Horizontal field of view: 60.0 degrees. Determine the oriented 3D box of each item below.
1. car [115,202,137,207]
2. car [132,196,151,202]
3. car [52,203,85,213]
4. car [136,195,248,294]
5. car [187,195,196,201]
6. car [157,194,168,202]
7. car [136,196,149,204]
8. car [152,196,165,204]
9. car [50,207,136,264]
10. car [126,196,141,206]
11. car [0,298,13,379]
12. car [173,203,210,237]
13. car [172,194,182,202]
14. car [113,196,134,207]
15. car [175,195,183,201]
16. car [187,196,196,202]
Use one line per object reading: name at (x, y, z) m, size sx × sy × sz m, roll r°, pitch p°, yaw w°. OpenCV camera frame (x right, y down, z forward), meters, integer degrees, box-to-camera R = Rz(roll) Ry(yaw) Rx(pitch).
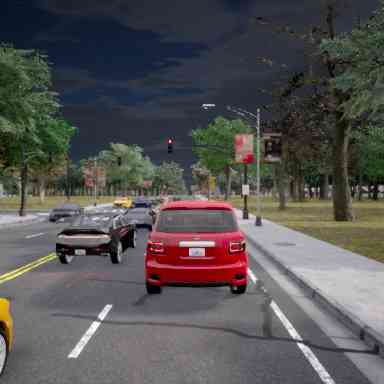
car at (-3.179, 1.570, 20.502) m, size 1.994 × 1.385 × 4.181 m, roll 0°, pitch 0°, yaw 0°
car at (-6.664, 1.622, 46.013) m, size 1.895 × 1.301 × 4.718 m, roll 0°, pitch 0°, yaw 0°
car at (-9.617, 1.557, 26.215) m, size 2.033 × 1.411 × 5.357 m, roll 0°, pitch 0°, yaw -9°
car at (0.089, 1.223, 8.928) m, size 2.150 × 2.045 × 5.566 m, roll 0°, pitch 0°, yaw 0°
car at (-0.125, 1.479, 86.759) m, size 2.128 × 1.511 × 4.902 m, roll 0°, pitch 0°, yaw 0°
car at (-6.609, 1.399, 75.983) m, size 2.097 × 1.767 × 4.553 m, roll 0°, pitch 0°, yaw 0°
car at (-9.867, 1.550, 66.754) m, size 1.837 × 1.490 × 4.892 m, roll 0°, pitch 0°, yaw 0°
car at (-6.628, 1.591, 65.750) m, size 2.033 × 1.411 × 5.357 m, roll 0°, pitch 0°, yaw 0°
car at (-3.165, 1.494, 11.839) m, size 2.128 × 1.511 × 4.902 m, roll 0°, pitch 0°, yaw 0°
car at (-9.913, 1.537, 56.754) m, size 1.837 × 1.490 × 4.892 m, roll 0°, pitch 0°, yaw 0°
car at (-3.153, 1.478, 2.130) m, size 1.882 × 1.535 × 5.008 m, roll 0°, pitch 0°, yaw 0°
car at (-0.026, 1.483, 19.245) m, size 1.882 × 1.535 × 5.008 m, roll 0°, pitch 0°, yaw 0°
car at (-3.360, 1.414, 76.726) m, size 2.097 × 1.767 × 4.553 m, roll 0°, pitch 0°, yaw 0°
car at (-9.905, 1.500, 47.456) m, size 1.882 × 1.535 × 5.008 m, roll 0°, pitch 0°, yaw 0°
car at (-3.375, 1.549, 86.785) m, size 1.895 × 1.301 × 4.718 m, roll 0°, pitch 0°, yaw 0°
car at (-0.109, 1.598, 76.344) m, size 2.033 × 1.411 × 5.357 m, roll 0°, pitch 0°, yaw 0°
